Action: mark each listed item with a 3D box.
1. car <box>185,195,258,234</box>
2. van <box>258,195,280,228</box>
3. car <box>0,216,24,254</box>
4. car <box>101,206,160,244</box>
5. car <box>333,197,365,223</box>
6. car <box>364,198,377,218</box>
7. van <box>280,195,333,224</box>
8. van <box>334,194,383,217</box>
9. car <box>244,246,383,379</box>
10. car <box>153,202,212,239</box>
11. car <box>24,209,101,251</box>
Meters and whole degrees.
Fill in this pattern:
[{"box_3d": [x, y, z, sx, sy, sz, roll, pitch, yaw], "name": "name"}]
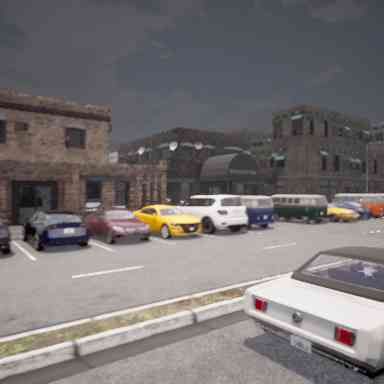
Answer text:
[{"box_3d": [0.769, 1.194, 19.186, 2.435, 2.045, 5.566, 0, 0, -36], "name": "car"}, {"box_3d": [2.962, 1.210, 20.861, 1.878, 1.987, 4.442, 0, 0, -36], "name": "van"}, {"box_3d": [-8.184, 1.496, 12.748, 2.231, 1.521, 4.892, 0, 0, -36], "name": "car"}, {"box_3d": [-3.702, 1.507, 15.961, 2.002, 1.452, 4.674, 0, 0, -36], "name": "car"}, {"box_3d": [9.868, 1.410, 25.424, 1.946, 1.575, 5.366, 0, 0, -36], "name": "car"}, {"box_3d": [12.006, 1.447, 27.176, 2.002, 1.452, 4.674, 0, 0, -36], "name": "car"}, {"box_3d": [7.448, 1.193, 24.066, 1.878, 1.987, 4.442, 0, 0, -36], "name": "van"}, {"box_3d": [14.179, 1.176, 28.875, 1.878, 1.987, 4.442, 0, 0, -36], "name": "van"}, {"box_3d": [3.147, 1.570, 5.376, 4.718, 1.301, 1.895, 0, 0, -35], "name": "car"}, {"box_3d": [-1.459, 1.455, 17.566, 2.097, 1.535, 5.008, 0, 0, -36], "name": "car"}, {"box_3d": [-5.960, 1.510, 14.380, 2.163, 1.488, 4.792, 0, 0, -36], "name": "car"}]
